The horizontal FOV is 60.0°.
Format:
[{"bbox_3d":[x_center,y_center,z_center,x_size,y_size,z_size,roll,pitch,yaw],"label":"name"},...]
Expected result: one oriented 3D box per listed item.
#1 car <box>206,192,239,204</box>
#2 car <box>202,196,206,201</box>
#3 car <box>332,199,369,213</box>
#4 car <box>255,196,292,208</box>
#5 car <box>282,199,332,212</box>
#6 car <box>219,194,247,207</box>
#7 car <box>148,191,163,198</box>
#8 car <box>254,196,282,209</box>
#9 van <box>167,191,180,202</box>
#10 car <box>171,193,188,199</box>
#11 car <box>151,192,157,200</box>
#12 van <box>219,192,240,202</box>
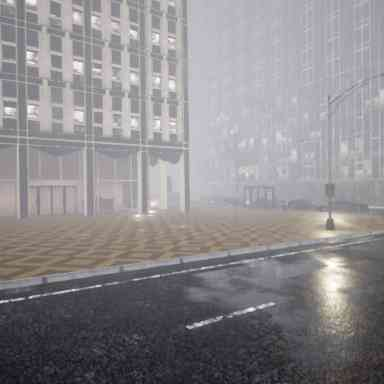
[{"bbox_3d":[4.850,1.156,52.339,1.837,1.490,4.892,-1,1,-34],"label":"car"},{"bbox_3d":[3.527,1.040,64.575,1.802,1.307,4.206,-1,1,-34],"label":"car"},{"bbox_3d":[16.412,1.402,35.309,1.994,1.385,4.181,-1,1,-34],"label":"car"},{"bbox_3d":[10.675,1.272,43.745,1.812,1.442,4.674,-1,1,-34],"label":"car"},{"bbox_3d":[12.466,1.421,36.291,1.947,1.339,4.313,-1,1,-34],"label":"car"},{"bbox_3d":[6.138,1.316,45.736,1.947,1.339,4.313,-1,1,-34],"label":"car"},{"bbox_3d":[-9.256,0.683,83.374,1.967,1.590,4.097,0,1,-34],"label":"car"},{"bbox_3d":[9.285,1.385,41.003,1.802,1.307,4.206,-1,1,-34],"label":"car"},{"bbox_3d":[-3.403,0.934,59.862,1.690,1.788,3.998,0,1,-34],"label":"van"},{"bbox_3d":[-2.864,0.932,73.976,1.802,1.307,4.206,0,1,-34],"label":"car"},{"bbox_3d":[-9.795,1.037,69.265,2.008,1.369,4.403,0,1,-34],"label":"car"},{"bbox_3d":[6.722,0.852,59.872,1.690,1.788,3.998,-1,1,-34],"label":"van"}]
